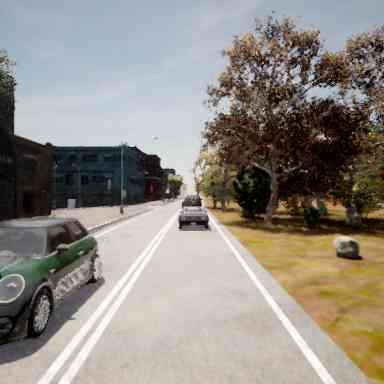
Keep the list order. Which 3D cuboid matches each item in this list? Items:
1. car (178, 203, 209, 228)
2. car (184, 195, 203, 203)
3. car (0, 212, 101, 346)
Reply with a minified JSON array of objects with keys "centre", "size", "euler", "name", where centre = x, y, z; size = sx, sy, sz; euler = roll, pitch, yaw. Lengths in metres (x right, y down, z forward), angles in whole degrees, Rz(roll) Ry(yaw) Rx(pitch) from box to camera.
[{"centre":[0.099,1.628,22.197],"size":[1.895,1.301,4.718],"euler":[0,0,0],"name":"car"},{"centre":[0.201,1.381,42.738],"size":[2.150,2.045,5.566],"euler":[0,0,1],"name":"car"},{"centre":[-3.351,1.353,6.554],"size":[2.097,1.767,4.553],"euler":[0,0,0],"name":"car"}]
